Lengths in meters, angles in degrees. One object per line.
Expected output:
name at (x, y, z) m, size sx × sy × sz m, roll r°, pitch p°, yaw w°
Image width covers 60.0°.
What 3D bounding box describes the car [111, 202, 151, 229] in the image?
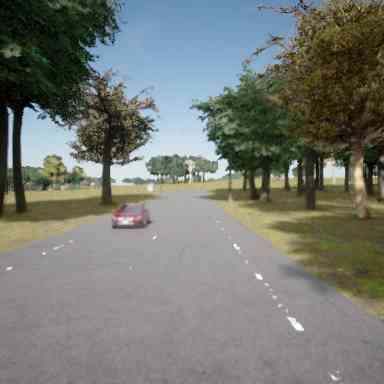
car at (-3.597, 1.346, 20.348) m, size 1.812 × 1.442 × 4.674 m, roll 0°, pitch 1°, yaw 0°
